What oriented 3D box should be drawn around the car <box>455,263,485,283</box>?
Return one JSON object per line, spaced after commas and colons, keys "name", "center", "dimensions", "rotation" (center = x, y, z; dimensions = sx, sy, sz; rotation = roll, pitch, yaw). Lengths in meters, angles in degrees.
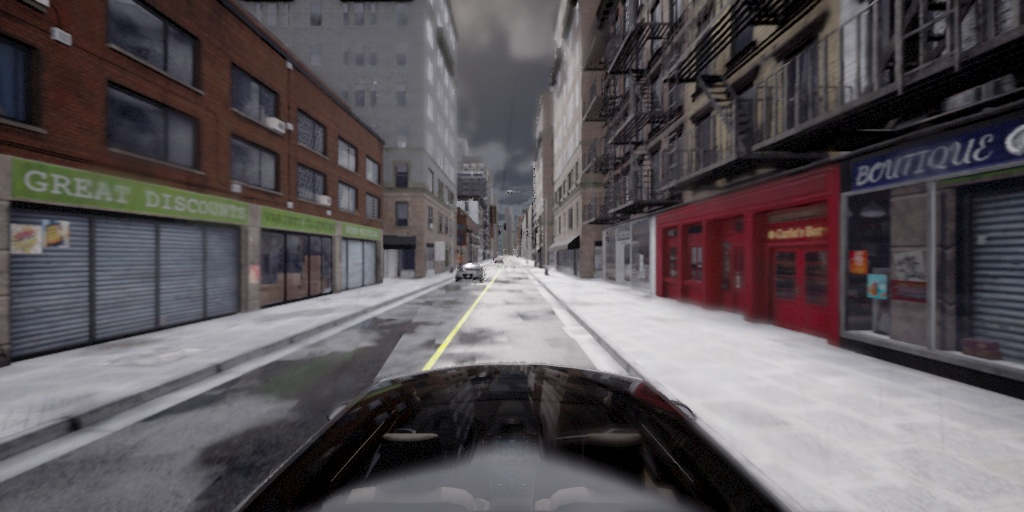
{"name": "car", "center": [-3.098, 1.240, 27.182], "dimensions": [1.994, 1.385, 4.181], "rotation": [0, 0, 0]}
